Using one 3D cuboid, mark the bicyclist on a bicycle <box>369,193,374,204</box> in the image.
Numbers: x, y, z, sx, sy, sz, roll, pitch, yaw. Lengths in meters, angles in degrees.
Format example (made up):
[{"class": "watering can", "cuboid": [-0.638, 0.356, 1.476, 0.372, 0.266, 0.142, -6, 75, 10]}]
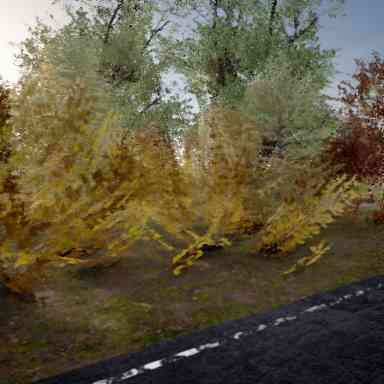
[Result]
[{"class": "bicyclist on a bicycle", "cuboid": [23.967, 0.811, 44.513, 1.656, 1.620, 0.582, -1, 1, -36]}]
